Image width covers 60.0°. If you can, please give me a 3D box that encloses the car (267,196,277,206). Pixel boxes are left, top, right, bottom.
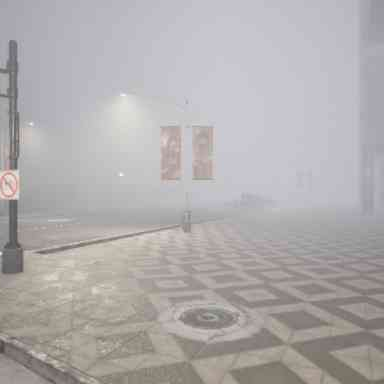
[{"bbox_3d":[12.793,1.447,55.117,2.128,1.511,4.902,0,0,26],"label":"car"}]

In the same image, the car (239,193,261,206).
[{"bbox_3d":[9.886,1.182,56.572,2.150,2.045,5.566,0,0,26],"label":"car"}]

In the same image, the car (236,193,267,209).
[{"bbox_3d":[8.272,1.188,45.791,2.150,2.045,5.566,0,0,27],"label":"car"}]

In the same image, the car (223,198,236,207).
[{"bbox_3d":[6.222,1.569,49.009,1.895,1.301,4.718,0,0,27],"label":"car"}]
